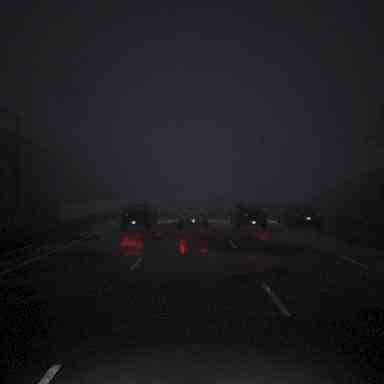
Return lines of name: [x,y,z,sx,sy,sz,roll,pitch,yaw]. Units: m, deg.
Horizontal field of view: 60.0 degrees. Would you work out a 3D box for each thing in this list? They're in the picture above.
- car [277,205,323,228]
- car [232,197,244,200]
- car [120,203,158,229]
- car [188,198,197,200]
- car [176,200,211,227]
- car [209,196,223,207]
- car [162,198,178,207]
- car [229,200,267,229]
car: [7.102,1.575,22.286,1.994,1.385,4.181,0,0,0]
car: [7.078,1.552,50.847,1.812,1.442,4.674,0,0,3]
car: [-3.398,1.517,21.799,1.837,1.490,4.892,0,0,0]
car: [0.106,1.628,51.605,1.895,1.301,4.718,0,0,4]
car: [0.089,1.538,22.821,1.812,1.442,4.674,0,0,0]
car: [3.563,1.377,50.630,2.097,1.767,4.553,0,0,3]
car: [-3.412,1.591,51.812,1.994,1.385,4.181,0,0,3]
car: [3.602,1.516,21.808,1.837,1.490,4.892,0,0,0]
